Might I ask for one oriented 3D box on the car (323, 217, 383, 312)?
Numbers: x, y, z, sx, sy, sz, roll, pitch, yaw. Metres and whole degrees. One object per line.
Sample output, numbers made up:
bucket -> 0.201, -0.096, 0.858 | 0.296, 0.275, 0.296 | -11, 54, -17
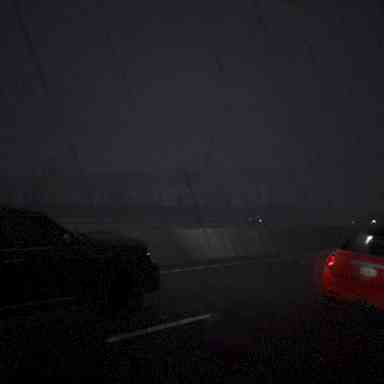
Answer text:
car -> 4.936, 1.561, 7.267 | 4.553, 1.767, 2.097 | 3, -2, -35

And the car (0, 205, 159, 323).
car -> -3.298, 1.226, 5.694 | 5.566, 2.045, 2.150 | 1, 0, -35

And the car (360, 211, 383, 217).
car -> 15.253, 2.487, 27.728 | 4.553, 1.767, 2.097 | 3, -2, -35

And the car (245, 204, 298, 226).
car -> 7.396, 2.147, 30.734 | 5.566, 2.045, 2.150 | 3, -2, -35
